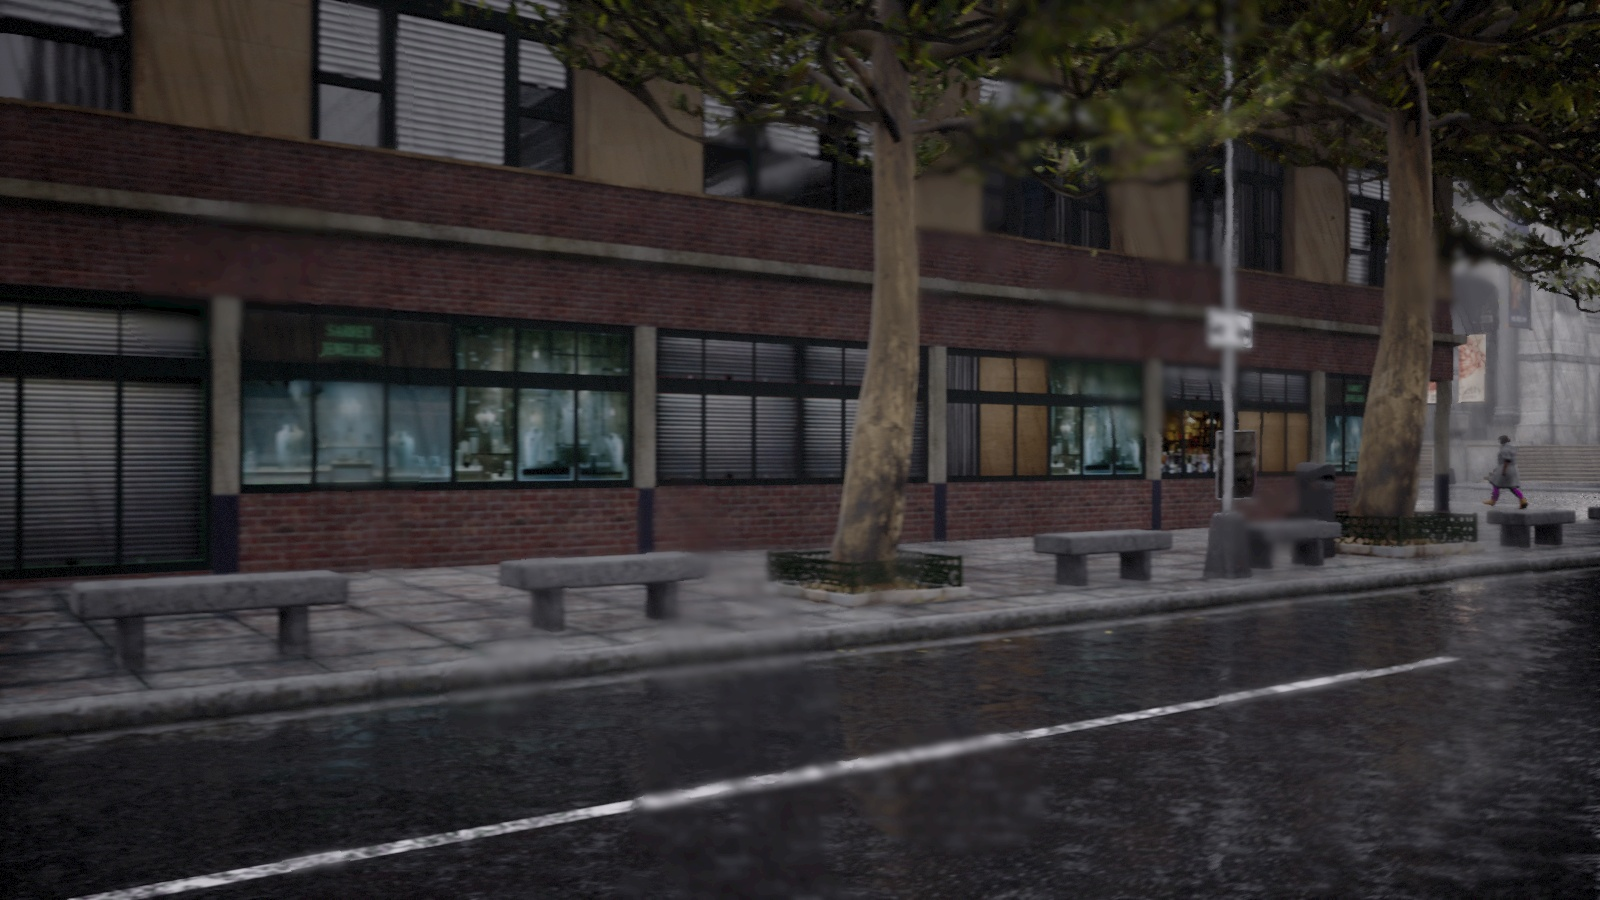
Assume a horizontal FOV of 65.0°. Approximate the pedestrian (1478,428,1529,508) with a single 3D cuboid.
[{"bbox_3d":[17.528,0.442,31.299,0.659,1.952,0.873,0,0,-29],"label":"pedestrian"}]
